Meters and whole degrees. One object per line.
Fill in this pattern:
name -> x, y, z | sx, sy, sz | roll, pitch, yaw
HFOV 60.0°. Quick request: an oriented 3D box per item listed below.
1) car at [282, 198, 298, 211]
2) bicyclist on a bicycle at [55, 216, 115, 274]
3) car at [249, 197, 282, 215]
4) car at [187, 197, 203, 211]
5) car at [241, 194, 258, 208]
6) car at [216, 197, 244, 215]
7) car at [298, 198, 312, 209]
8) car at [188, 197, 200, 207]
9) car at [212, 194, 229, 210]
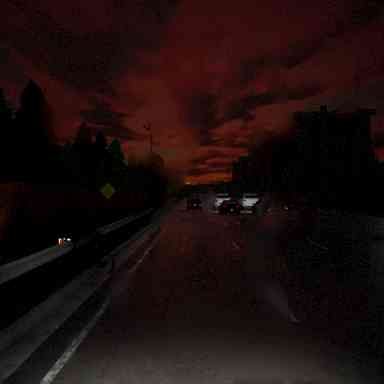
car -> 10.829, 1.601, 40.215 | 1.895, 1.301, 4.718 | 0, 0, 0
bicyclist on a bicycle -> -2.909, 1.491, 9.101 | 1.656, 1.620, 0.582 | 4, 0, -1
car -> 7.295, 1.505, 33.596 | 1.837, 1.490, 4.892 | 0, 0, 0
car -> 0.341, 1.547, 40.675 | 2.033, 1.411, 5.357 | 0, 0, 0
car -> 7.339, 1.221, 43.506 | 2.150, 2.045, 5.566 | 0, 0, 0
car -> 3.798, 1.526, 34.029 | 1.812, 1.442, 4.674 | 0, 0, 0
car -> 14.344, 1.478, 44.306 | 1.882, 1.535, 5.008 | 0, 0, 0
car -> 0.268, 1.526, 51.025 | 1.812, 1.442, 4.674 | 0, 0, 0
car -> 3.837, 1.221, 43.944 | 2.150, 2.045, 5.566 | 0, 0, 0
